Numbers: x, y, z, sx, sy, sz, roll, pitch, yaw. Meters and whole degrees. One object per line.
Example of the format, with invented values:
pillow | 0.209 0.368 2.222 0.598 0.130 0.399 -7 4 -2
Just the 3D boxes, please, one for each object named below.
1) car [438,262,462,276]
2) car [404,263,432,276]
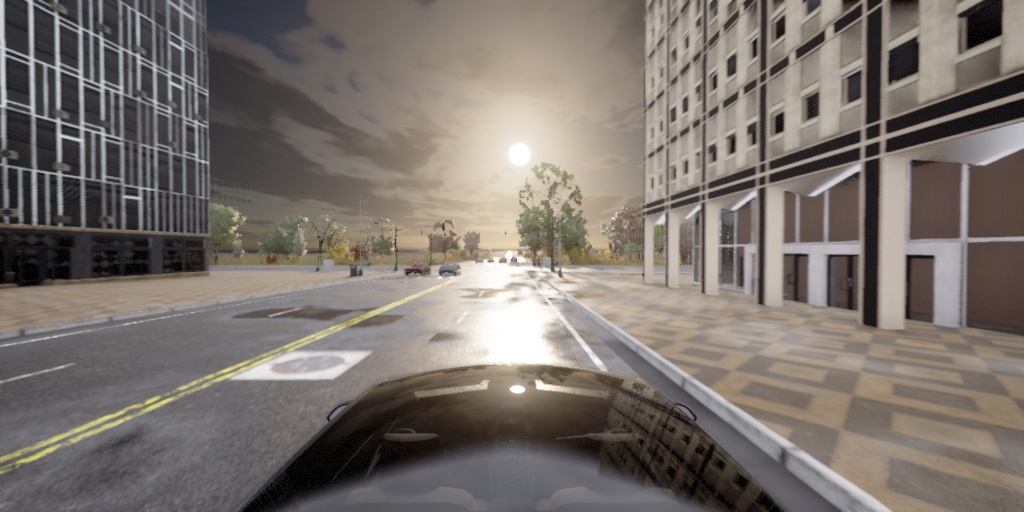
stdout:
car | -6.515 1.337 38.325 2.033 1.411 5.357 0 0 0
car | -9.773 1.390 37.557 1.895 1.301 4.718 0 0 0
